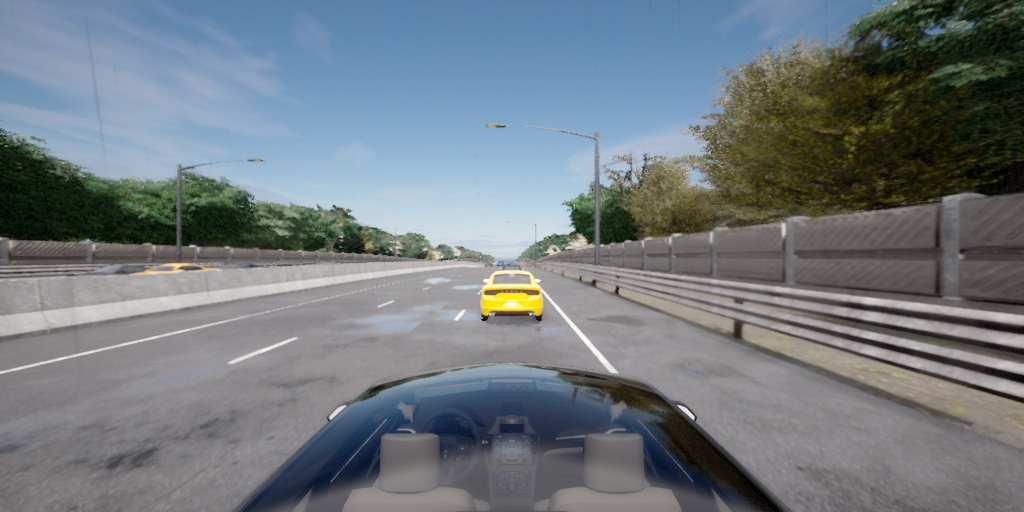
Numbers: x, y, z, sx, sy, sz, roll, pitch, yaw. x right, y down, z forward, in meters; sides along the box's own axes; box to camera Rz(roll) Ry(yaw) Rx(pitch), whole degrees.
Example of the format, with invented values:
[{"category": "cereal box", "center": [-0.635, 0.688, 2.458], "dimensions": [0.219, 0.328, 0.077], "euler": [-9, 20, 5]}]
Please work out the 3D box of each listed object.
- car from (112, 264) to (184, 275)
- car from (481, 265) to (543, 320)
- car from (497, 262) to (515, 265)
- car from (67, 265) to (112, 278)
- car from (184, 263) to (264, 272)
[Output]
[{"category": "car", "center": [-21.106, 1.234, 22.372], "dimensions": [1.882, 1.535, 5.008], "euler": [0, 0, 0]}, {"category": "car", "center": [-0.003, 1.240, 12.671], "dimensions": [1.882, 1.535, 5.008], "euler": [0, 0, 0]}, {"category": "car", "center": [-0.009, 1.331, 26.170], "dimensions": [1.994, 1.385, 4.181], "euler": [0, 0, 0]}, {"category": "car", "center": [-24.605, 1.282, 22.388], "dimensions": [1.812, 1.442, 4.674], "euler": [0, 0, 0]}, {"category": "car", "center": [-17.606, 1.262, 22.847], "dimensions": [1.837, 1.490, 4.892], "euler": [0, 0, 0]}]
